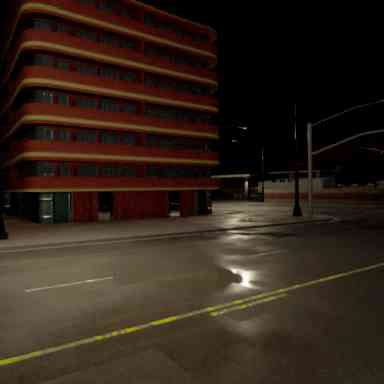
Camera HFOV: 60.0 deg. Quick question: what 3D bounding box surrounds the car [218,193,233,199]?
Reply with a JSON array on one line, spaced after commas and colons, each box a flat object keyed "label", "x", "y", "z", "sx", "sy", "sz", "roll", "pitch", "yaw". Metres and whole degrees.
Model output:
[{"label": "car", "x": 8.853, "y": 0.987, "z": 86.148, "sx": 4.611, "sy": 1.667, "sz": 2.242, "roll": -1, "pitch": 0, "yaw": -35}]

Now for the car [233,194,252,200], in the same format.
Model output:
[{"label": "car", "x": 12.825, "y": 1.120, "z": 81.927, "sx": 3.806, "sy": 1.475, "sz": 1.970, "roll": -1, "pitch": 0, "yaw": -35}]
